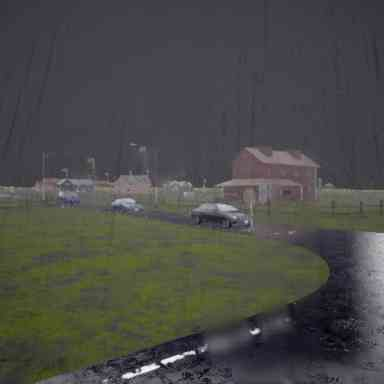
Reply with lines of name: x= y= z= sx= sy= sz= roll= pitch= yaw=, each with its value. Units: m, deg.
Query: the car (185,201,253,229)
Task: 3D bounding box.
car: x=1.758 y=1.417 z=21.015 sx=1.812 sy=1.442 sz=4.674 roll=0 pitch=0 yaw=-36

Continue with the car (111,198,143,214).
car: x=-6.461 y=1.320 z=32.582 sx=1.812 sy=1.442 sz=4.674 roll=0 pitch=0 yaw=-35

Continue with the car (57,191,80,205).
car: x=-18.575 y=0.849 z=49.901 sx=2.150 sy=2.045 sz=5.566 roll=0 pitch=0 yaw=-35

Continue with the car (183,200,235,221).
car: x=1.253 y=1.436 z=26.570 sx=1.994 sy=1.385 sz=4.181 roll=0 pitch=0 yaw=-35
